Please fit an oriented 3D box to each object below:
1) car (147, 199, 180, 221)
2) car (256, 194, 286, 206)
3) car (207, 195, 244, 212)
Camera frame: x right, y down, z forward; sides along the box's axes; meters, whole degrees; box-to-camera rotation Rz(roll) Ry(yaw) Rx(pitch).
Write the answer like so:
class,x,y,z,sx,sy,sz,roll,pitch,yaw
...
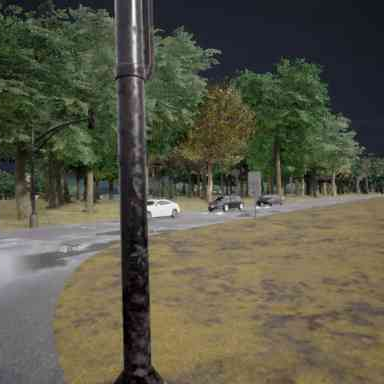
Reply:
class,x,y,z,sx,sy,sz,roll,pitch,yaw
car,-2.779,1.268,24.469,1.812,1.442,4.674,-3,-1,37
car,9.766,0.970,40.948,2.033,1.411,5.357,-3,-1,37
car,3.354,1.087,32.537,1.837,1.490,4.892,-3,-1,37
